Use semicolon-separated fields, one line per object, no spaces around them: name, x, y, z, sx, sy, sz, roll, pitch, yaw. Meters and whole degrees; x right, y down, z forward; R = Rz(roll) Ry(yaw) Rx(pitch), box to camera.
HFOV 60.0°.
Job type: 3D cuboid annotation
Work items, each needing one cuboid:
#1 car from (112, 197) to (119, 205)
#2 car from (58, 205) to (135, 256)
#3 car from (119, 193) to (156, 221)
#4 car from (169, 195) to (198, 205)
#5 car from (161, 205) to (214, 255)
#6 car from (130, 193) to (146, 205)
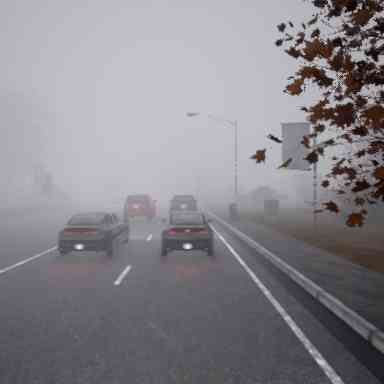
car;-12.868;1.548;58.994;1.994;1.385;4.181;0;0;-2
car;-3.687;1.503;13.160;1.837;1.490;4.892;0;0;-1
car;-4.193;1.215;27.077;2.150;2.045;5.566;0;0;-2
car;-0.696;1.213;27.181;2.150;2.045;5.566;0;0;-2
car;-0.188;1.501;13.228;1.837;1.490;4.892;0;0;-1
car;-9.330;1.204;58.186;2.150;2.045;5.566;0;0;-2
